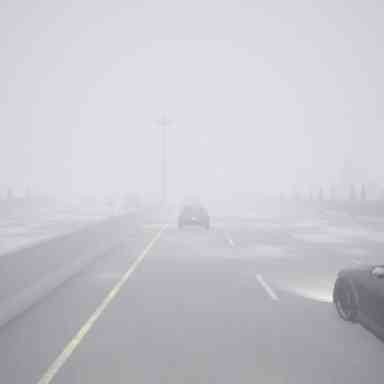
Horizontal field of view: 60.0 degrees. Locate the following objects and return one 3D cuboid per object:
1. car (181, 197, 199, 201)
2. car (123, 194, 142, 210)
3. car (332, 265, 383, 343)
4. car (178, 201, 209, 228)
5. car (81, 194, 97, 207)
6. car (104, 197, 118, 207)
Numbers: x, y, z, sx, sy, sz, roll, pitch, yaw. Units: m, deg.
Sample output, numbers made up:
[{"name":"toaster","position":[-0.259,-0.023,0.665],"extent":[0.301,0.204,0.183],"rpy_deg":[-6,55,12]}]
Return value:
[{"name":"car","position":[-0.200,1.357,39.638],"extent":[2.097,1.767,4.553],"rpy_deg":[0,0,-3]},{"name":"car","position":[-7.690,1.239,43.346],"extent":[2.150,2.045,5.566],"rpy_deg":[0,0,-6]},{"name":"car","position":[3.604,1.559,4.521],"extent":[1.994,1.385,4.181],"rpy_deg":[0,0,0]},{"name":"car","position":[0.114,1.552,22.138],"extent":[1.994,1.385,4.181],"rpy_deg":[0,0,0]},{"name":"car","position":[-16.421,1.272,53.248],"extent":[2.150,2.045,5.566],"rpy_deg":[0,0,-13]},{"name":"car","position":[-12.485,1.547,51.466],"extent":[1.837,1.490,4.892],"rpy_deg":[0,0,-11]}]
